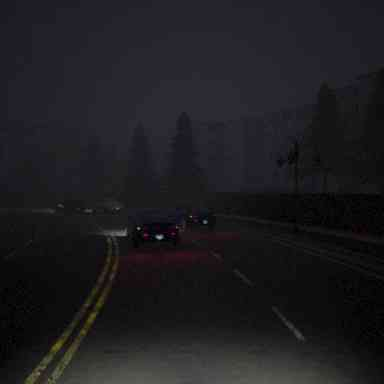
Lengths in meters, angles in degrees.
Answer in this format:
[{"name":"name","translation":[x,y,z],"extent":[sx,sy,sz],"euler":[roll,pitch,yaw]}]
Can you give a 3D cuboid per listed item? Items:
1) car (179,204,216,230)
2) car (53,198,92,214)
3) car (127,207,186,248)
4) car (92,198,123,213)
[{"name":"car","translation":[-0.098,1.453,20.363],"extent":[1.812,1.442,4.674],"euler":[0,0,-21]},{"name":"car","translation":[-12.454,1.372,33.680],"extent":[2.128,1.511,4.902],"euler":[0,0,-42]},{"name":"car","translation":[-1.782,1.474,14.530],"extent":[1.812,1.442,4.674],"euler":[0,0,-15]},{"name":"car","translation":[-8.899,1.402,34.922],"extent":[1.812,1.442,4.674],"euler":[0,0,-40]}]
